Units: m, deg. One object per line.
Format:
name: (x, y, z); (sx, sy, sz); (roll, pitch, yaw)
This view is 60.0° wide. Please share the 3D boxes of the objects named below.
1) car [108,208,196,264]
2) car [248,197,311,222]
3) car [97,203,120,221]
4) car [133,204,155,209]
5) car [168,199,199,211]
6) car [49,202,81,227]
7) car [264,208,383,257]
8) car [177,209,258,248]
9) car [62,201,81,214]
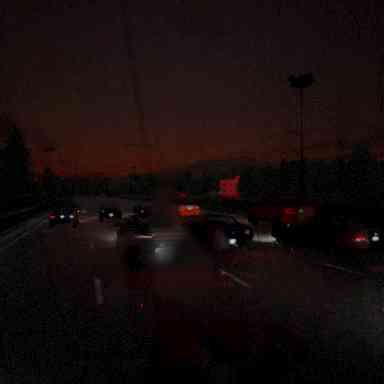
car: (-1.718, 1.576, 12.283); (2.128, 1.511, 4.902); (0, 0, -18)
car: (5.882, 1.344, 22.841); (2.150, 2.045, 5.566); (0, 0, -18)
car: (-7.404, 1.742, 29.711); (1.812, 1.442, 4.674); (0, 0, -18)
car: (-4.634, 1.824, 32.510); (1.895, 1.301, 4.718); (0, 0, -18)
car: (-0.852, 1.559, 32.199); (2.097, 1.767, 4.553); (0, 0, -18)
car: (-9.455, 1.740, 24.685); (2.033, 1.411, 5.357); (0, 0, -18)
car: (5.288, 1.612, 13.377); (2.033, 1.411, 5.357); (0, 0, -18)
car: (0.933, 1.695, 15.445); (1.895, 1.301, 4.718); (0, 0, -18)
car: (-14.571, 1.874, 40.365); (1.994, 1.385, 4.181); (0, 0, -18)
